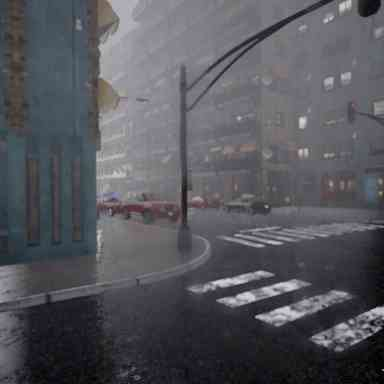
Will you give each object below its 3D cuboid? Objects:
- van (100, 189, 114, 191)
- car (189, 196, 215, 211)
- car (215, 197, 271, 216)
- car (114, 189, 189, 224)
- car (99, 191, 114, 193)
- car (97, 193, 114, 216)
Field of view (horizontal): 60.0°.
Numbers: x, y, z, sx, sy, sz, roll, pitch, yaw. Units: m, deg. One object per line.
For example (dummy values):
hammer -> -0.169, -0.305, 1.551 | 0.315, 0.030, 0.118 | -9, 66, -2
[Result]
van -> -12.182, 0.420, 48.138 | 1.690, 1.788, 3.998 | 0, 1, -36
car -> 0.870, 0.981, 30.081 | 1.802, 1.307, 4.206 | 0, 1, -36
car -> 4.133, 1.045, 25.566 | 1.947, 1.339, 4.313 | 0, 1, -36
car -> -2.678, 0.868, 20.688 | 2.192, 1.841, 5.009 | 0, 1, -36
car -> -8.074, 0.910, 32.558 | 1.994, 1.385, 4.181 | -1, 1, -36
car -> -5.945, 1.018, 25.205 | 1.887, 1.381, 4.507 | 0, 1, -36
